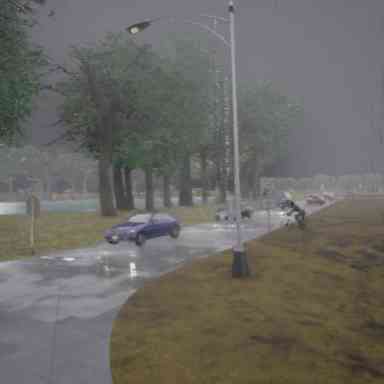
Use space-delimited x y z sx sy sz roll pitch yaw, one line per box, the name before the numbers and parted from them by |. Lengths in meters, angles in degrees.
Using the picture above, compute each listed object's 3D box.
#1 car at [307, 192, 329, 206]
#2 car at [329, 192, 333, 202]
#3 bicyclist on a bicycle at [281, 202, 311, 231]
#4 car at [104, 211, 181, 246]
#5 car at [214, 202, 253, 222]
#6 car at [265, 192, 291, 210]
car | 16.854 0.988 45.213 2.128 1.511 4.902 -2 0 29
car | 21.820 0.738 54.278 1.882 1.535 5.008 -2 0 29
bicyclist on a bicycle | 5.873 1.403 18.888 1.656 1.620 0.582 -2 0 29
car | -2.253 1.712 16.514 1.812 1.442 4.674 -2 -1 29
car | 3.425 1.559 26.848 2.128 1.511 4.902 -2 0 29
car | 10.173 1.010 39.155 2.150 2.045 5.566 -2 0 28
